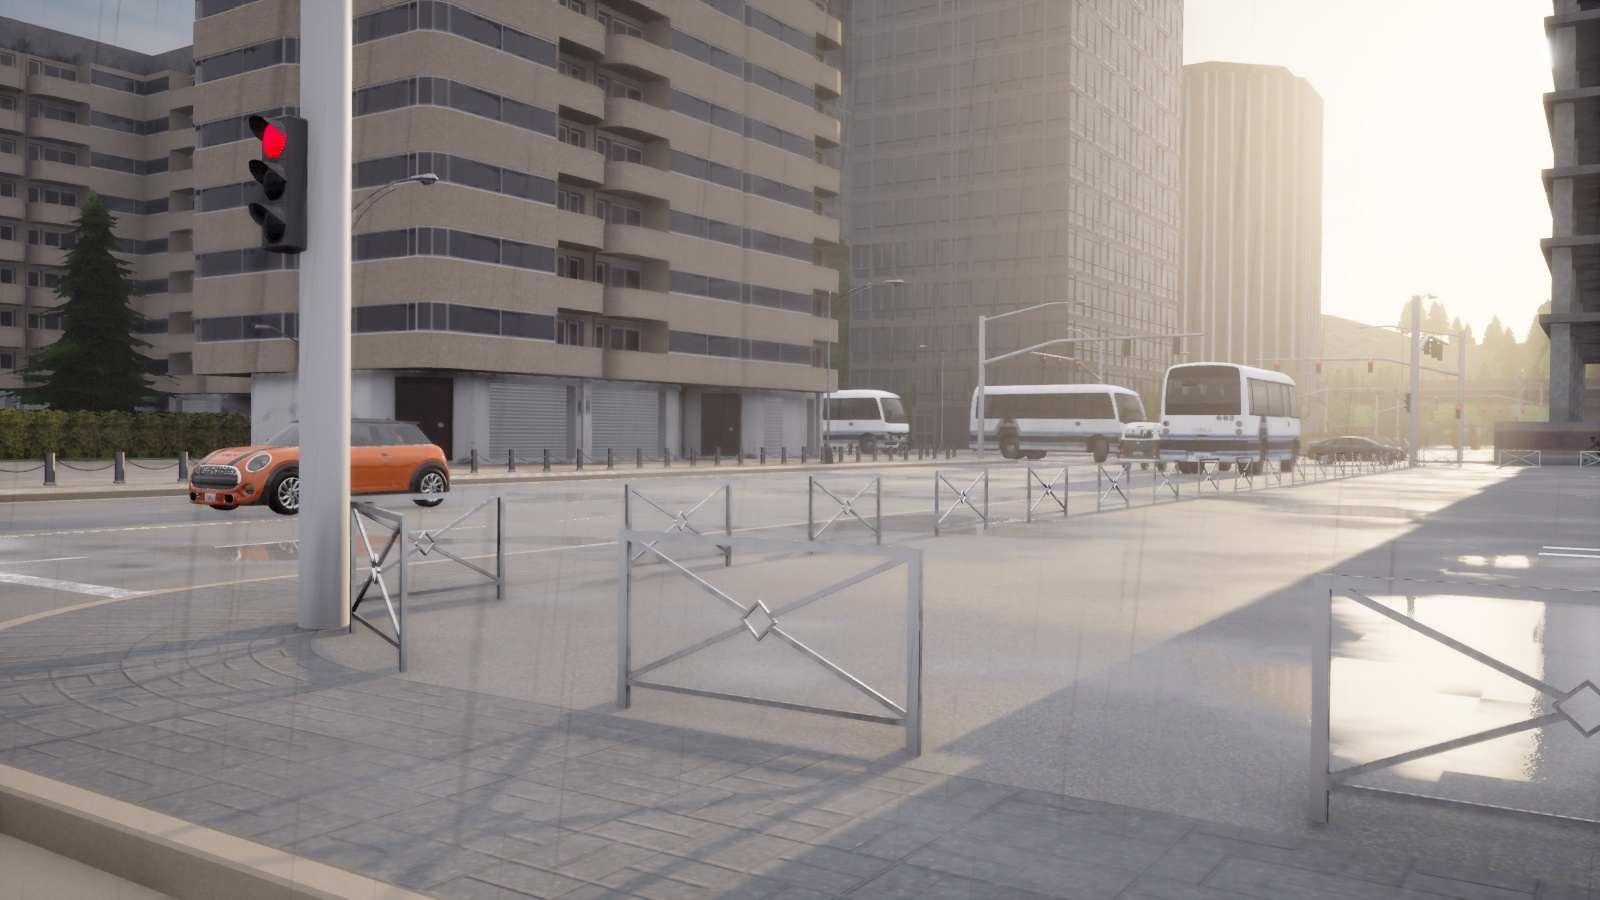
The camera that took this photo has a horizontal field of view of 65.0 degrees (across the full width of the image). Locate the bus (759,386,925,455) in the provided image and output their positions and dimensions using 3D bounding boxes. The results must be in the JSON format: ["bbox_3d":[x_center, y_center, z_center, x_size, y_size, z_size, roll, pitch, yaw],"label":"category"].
[{"bbox_3d":[2.689,-1.855,82.775,10.273,4.253,3.944,-1,1,33],"label":"bus"}]

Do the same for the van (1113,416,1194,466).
[{"bbox_3d":[15.001,-0.407,53.198,2.069,2.038,4.480,0,1,33],"label":"van"}]

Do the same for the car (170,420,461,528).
[{"bbox_3d":[-8.683,0.356,22.910,2.097,1.767,4.553,0,1,33],"label":"car"}]

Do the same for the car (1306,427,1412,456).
[{"bbox_3d":[29.379,-0.463,66.053,4.892,1.490,1.837,0,1,32],"label":"car"}]

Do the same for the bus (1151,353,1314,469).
[{"bbox_3d":[17.821,-1.504,51.114,3.944,4.253,10.273,0,1,33],"label":"bus"}]

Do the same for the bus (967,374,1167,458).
[{"bbox_3d":[14.748,-1.769,70.035,10.273,4.253,3.944,1,-1,44],"label":"bus"}]
